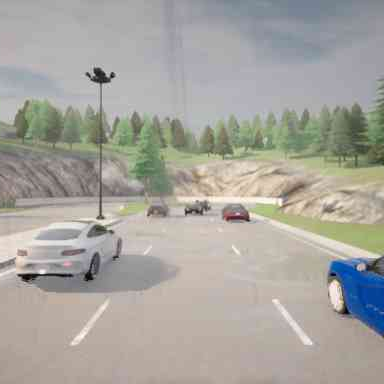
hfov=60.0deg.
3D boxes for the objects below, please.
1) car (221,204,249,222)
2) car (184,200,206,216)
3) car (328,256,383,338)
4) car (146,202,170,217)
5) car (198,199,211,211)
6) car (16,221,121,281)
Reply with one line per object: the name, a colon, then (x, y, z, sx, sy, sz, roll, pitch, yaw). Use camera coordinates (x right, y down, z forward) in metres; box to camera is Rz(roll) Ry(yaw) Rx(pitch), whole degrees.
car: (3.600, 1.702, 28.066, 1.994, 1.385, 4.181, 0, 0, 0)
car: (0.253, 1.774, 35.146, 1.895, 1.301, 4.718, 0, 0, 2)
car: (3.599, 1.501, 4.576, 1.882, 1.535, 5.008, 0, 0, 0)
car: (-3.327, 1.690, 33.385, 1.812, 1.442, 4.674, 0, 0, 1)
car: (1.395, 1.710, 44.368, 2.128, 1.511, 4.902, 0, 0, 12)
car: (-3.403, 1.575, 9.887, 1.812, 1.442, 4.674, 0, 0, 0)
